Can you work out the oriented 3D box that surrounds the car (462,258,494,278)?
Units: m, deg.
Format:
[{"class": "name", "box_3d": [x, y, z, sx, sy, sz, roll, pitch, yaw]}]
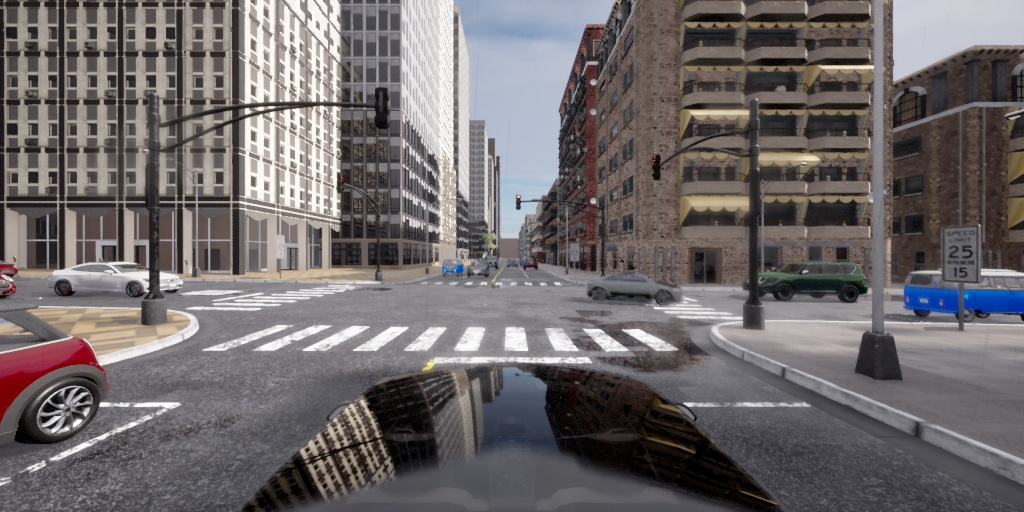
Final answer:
[{"class": "car", "box_3d": [-3.120, 1.246, 33.976, 2.128, 1.511, 4.902, 0, 0, 0]}]

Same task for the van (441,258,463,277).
[{"class": "van", "box_3d": [-5.710, 1.097, 34.843, 1.690, 1.789, 3.998, 0, 0, 0]}]

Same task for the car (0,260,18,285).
[{"class": "car", "box_3d": [-21.154, 0.818, 13.128, 4.097, 1.591, 1.967, 0, 0, 0]}]

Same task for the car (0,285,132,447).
[{"class": "car", "box_3d": [-5.691, 1.190, 2.369, 1.967, 1.591, 4.097, 0, 0, 0]}]

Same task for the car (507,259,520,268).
[{"class": "car", "box_3d": [0.063, 1.373, 62.714, 1.895, 1.301, 4.718, 0, 0, 0]}]

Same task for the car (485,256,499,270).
[{"class": "car", "box_3d": [-3.124, 0.987, 52.847, 2.150, 2.045, 5.566, 0, 0, 0]}]

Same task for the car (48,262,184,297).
[{"class": "car", "box_3d": [-17.274, 0.975, 15.724, 4.674, 1.442, 1.812, 1, 0, -2]}]

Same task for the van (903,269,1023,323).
[{"class": "van", "box_3d": [16.905, 1.453, 13.099, 3.998, 1.789, 1.690, 0, 0, 0]}]

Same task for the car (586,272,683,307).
[{"class": "car", "box_3d": [5.556, 1.452, 16.539, 4.181, 1.385, 1.994, 1, 0, 20]}]

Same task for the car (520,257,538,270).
[{"class": "car", "box_3d": [2.661, 1.079, 51.502, 2.192, 1.841, 5.009, 0, 0, 0]}]

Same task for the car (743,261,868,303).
[{"class": "car", "box_3d": [15.449, 1.297, 19.020, 5.566, 2.045, 2.150, 1, 0, 0]}]
